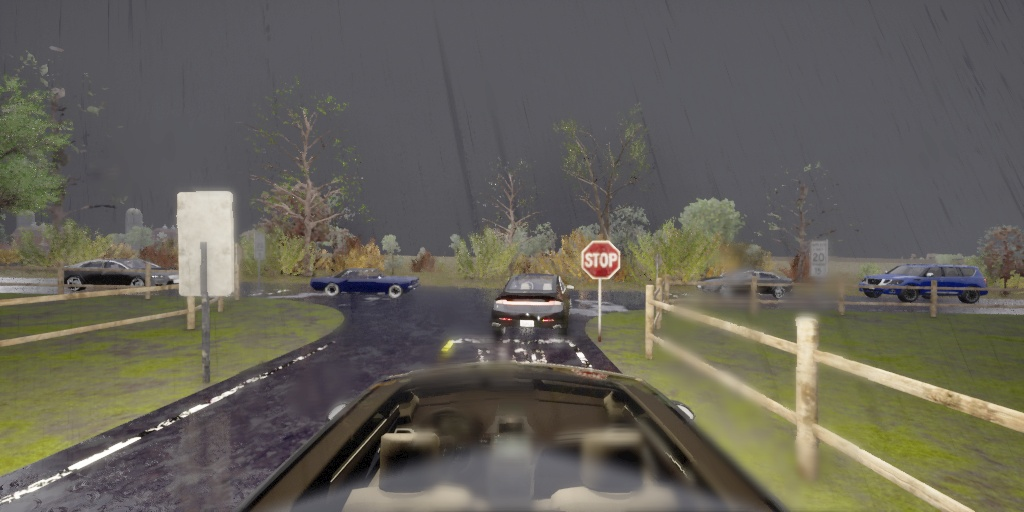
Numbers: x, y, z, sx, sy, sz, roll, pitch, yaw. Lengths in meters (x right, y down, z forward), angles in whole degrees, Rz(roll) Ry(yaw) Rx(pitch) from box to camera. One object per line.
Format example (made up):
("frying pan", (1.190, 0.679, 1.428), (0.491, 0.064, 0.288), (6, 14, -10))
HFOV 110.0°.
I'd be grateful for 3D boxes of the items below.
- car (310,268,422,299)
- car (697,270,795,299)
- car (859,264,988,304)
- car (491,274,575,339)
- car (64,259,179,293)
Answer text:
("car", (-6.819, 1.249, 17.159), (4.718, 1.301, 1.895), (1, 1, 0))
("car", (13.007, 1.526, 20.082), (4.902, 1.511, 2.128), (1, 1, 0))
("car", (22.903, 1.467, 20.069), (5.566, 2.045, 2.150), (1, 1, 0))
("car", (0.708, 1.240, 10.126), (2.128, 1.511, 4.902), (0, 0, 9))
("car", (-18.487, 0.885, 17.178), (4.902, 1.511, 2.128), (1, 1, 0))
